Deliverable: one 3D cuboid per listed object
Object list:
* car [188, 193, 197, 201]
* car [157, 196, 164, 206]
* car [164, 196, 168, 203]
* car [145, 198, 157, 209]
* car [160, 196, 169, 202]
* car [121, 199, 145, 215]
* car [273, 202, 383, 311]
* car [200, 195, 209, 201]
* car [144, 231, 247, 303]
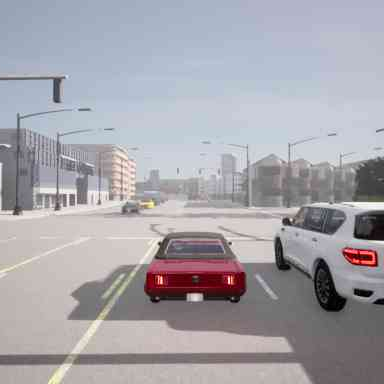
[{"bbox_3d":[0.020,1.389,88.887,2.150,2.045,5.566,0,-1,0],"label":"car"},{"bbox_3d":[-7.038,1.881,63.415,1.837,1.490,4.892,0,0,1],"label":"car"},{"bbox_3d":[-6.984,1.757,73.817,2.128,1.511,4.902,0,1,0],"label":"car"},{"bbox_3d":[-7.080,1.890,51.929,1.882,1.535,5.008,0,0,0],"label":"car"},{"bbox_3d":[-6.982,1.677,84.069,1.812,1.442,4.674,0,0,0],"label":"car"},{"bbox_3d":[-6.889,1.791,37.913,2.128,1.511,4.902,0,-1,-3],"label":"car"},{"bbox_3d":[3.565,1.234,7.919,2.150,2.045,5.566,0,0,0],"label":"car"},{"bbox_3d":[3.520,1.523,89.240,2.097,1.767,4.553,0,-1,0],"label":"car"},{"bbox_3d":[0.071,1.617,8.211,1.895,1.301,4.718,0,0,0],"label":"car"}]
